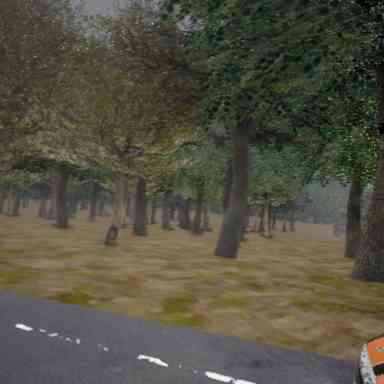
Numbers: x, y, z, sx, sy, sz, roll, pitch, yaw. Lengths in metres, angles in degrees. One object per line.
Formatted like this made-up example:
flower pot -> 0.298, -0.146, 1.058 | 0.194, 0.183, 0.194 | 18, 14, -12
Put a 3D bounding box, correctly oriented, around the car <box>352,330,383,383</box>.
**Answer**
car -> 3.773, 1.695, 2.571 | 4.553, 1.767, 2.097 | 1, -3, 23
